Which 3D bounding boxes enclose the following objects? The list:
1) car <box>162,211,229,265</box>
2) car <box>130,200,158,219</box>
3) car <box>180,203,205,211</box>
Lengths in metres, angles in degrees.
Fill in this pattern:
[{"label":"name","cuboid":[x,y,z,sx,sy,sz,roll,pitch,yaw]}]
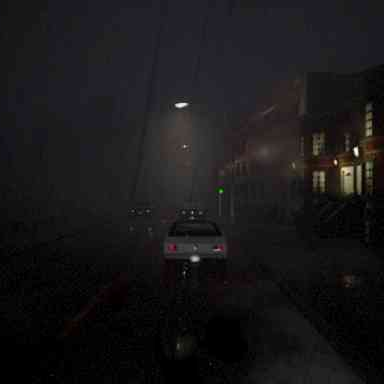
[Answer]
[{"label":"car","cuboid":[0.093,1.568,11.482,1.895,1.301,4.718,0,0,0]},{"label":"car","cuboid":[-4.041,1.433,28.507,1.837,1.490,4.892,0,0,0]},{"label":"car","cuboid":[0.032,1.527,26.139,1.895,1.301,4.718,0,0,0]}]
